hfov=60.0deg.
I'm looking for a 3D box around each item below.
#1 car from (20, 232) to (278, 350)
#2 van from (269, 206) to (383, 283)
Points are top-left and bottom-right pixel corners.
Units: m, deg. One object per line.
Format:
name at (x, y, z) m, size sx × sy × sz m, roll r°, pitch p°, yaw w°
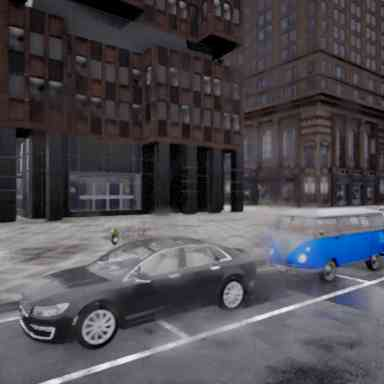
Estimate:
car at (-0.708, 1.558, 6.148) m, size 4.403 × 1.369 × 2.008 m, roll 0°, pitch 0°, yaw -36°
van at (3.907, 1.361, 9.455) m, size 3.998 × 1.788 × 1.690 m, roll 0°, pitch 0°, yaw -36°
